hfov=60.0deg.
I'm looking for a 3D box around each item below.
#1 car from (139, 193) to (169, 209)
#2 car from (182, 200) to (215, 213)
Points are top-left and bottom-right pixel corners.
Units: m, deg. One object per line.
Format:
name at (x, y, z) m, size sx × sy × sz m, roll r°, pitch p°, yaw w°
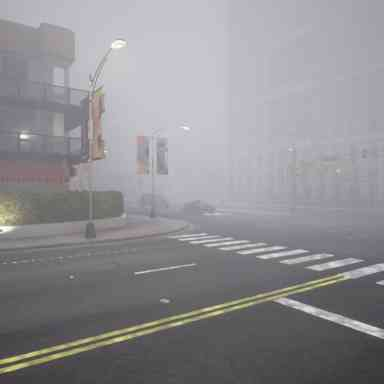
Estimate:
car at (-5.237, 1.221, 45.321) m, size 2.150 × 2.045 × 5.566 m, roll 0°, pitch 0°, yaw -35°
car at (0.701, 1.564, 36.686) m, size 1.994 × 1.385 × 4.181 m, roll 0°, pitch 0°, yaw -35°
